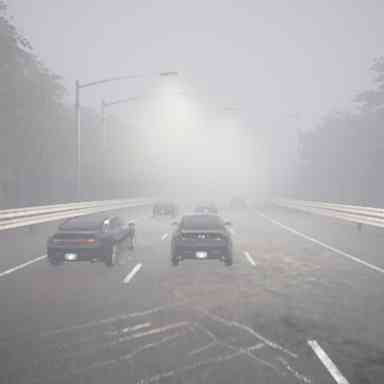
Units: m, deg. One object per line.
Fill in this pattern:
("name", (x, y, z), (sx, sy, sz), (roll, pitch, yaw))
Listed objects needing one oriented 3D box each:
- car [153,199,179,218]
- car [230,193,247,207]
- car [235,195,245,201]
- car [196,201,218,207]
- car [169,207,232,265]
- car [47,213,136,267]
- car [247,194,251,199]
("car", (-2.216, 1.399, 29.496), (1.882, 1.535, 5.008), (0, 0, 4))
("car", (6.726, 1.224, 49.474), (2.097, 1.767, 4.553), (0, 0, 7))
("car", (11.119, 1.384, 76.616), (1.895, 1.301, 4.718), (0, 0, 12))
("car", (1.263, 1.490, 29.031), (1.994, 1.385, 4.181), (0, 0, 4))
("car", (0.337, 1.475, 11.609), (1.837, 1.490, 4.892), (0, 0, 2))
("car", (-3.174, 1.473, 11.339), (1.837, 1.490, 4.892), (0, 0, 2))
("car", (14.449, 1.095, 91.879), (2.097, 1.767, 4.553), (0, 0, 14))
